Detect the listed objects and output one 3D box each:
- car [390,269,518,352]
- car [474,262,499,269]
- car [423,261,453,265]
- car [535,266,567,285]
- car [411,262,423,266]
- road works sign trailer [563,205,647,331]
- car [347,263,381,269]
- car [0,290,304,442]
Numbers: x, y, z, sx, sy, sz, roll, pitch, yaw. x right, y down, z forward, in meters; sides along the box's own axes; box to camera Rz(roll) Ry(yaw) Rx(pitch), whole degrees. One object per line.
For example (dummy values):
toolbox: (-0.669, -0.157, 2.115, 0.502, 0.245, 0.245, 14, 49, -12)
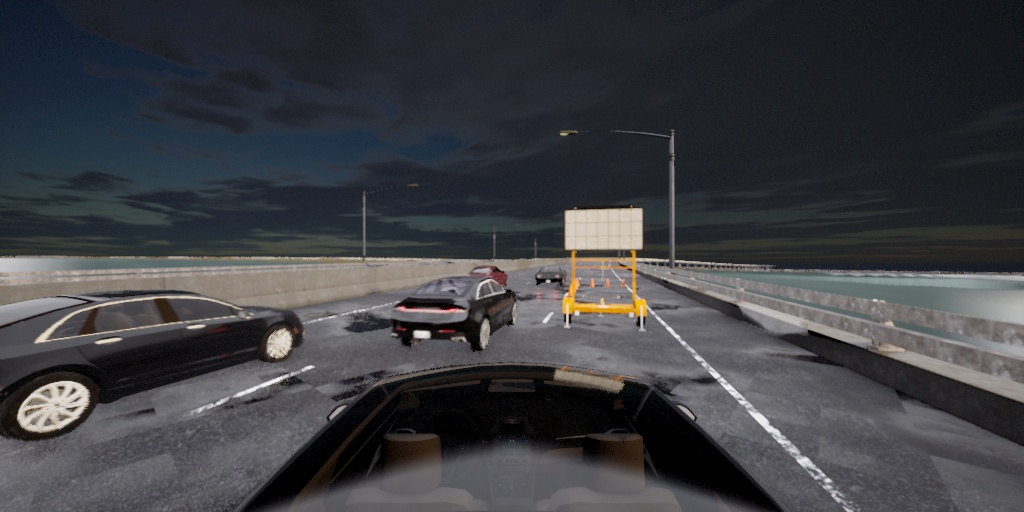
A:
car: (-1.134, 1.264, 9.098, 2.128, 1.511, 4.902, 0, 0, 13)
car: (-1.552, 1.337, 22.530, 1.812, 1.442, 4.674, 0, 0, 13)
car: (-8.011, 1.376, 41.296, 1.837, 1.490, 4.892, 0, 0, 14)
car: (3.009, 1.419, 26.533, 1.895, 1.301, 4.718, 0, 0, 14)
car: (-11.128, 1.444, 43.275, 1.994, 1.385, 4.181, 0, 0, 14)
road works sign trailer: (2.854, 0.239, 11.240, 2.380, 3.560, 2.880, 0, 0, 13)
car: (-15.759, 1.474, 39.094, 1.895, 1.301, 4.718, 0, 0, 14)
car: (-5.569, 1.270, 5.491, 1.837, 1.490, 4.892, 0, 0, 13)
